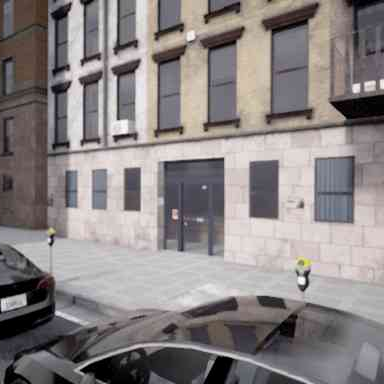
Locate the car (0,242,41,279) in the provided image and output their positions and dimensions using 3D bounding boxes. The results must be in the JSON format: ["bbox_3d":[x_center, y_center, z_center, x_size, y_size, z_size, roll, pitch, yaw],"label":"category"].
[{"bbox_3d":[-4.109,1.528,5.739,4.313,1.339,1.947,0,0,35],"label":"car"}]

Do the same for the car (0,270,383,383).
[{"bbox_3d":[0.298,1.559,2.596,4.313,1.339,1.947,0,0,35],"label":"car"}]
